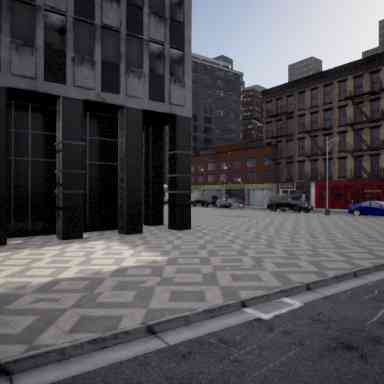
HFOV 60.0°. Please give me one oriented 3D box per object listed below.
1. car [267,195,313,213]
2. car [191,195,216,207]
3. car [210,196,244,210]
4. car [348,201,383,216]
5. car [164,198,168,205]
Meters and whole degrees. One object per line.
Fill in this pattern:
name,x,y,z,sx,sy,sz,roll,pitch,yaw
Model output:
car,11.329,1.391,38.845,2.150,2.045,5.566,0,-1,-36
car,2.176,1.520,56.661,2.150,2.045,5.566,0,0,-36
car,5.292,1.724,47.097,2.128,1.511,4.902,0,0,-36
car,17.180,1.576,30.847,1.882,1.535,5.008,0,-1,-37
car,-4.045,1.842,65.059,1.837,1.490,4.892,0,0,-36
